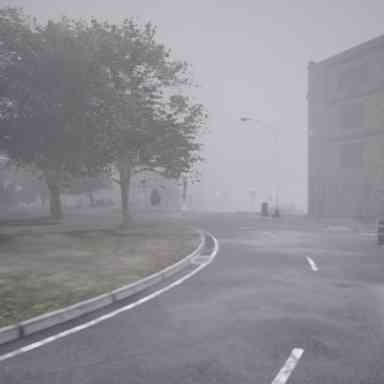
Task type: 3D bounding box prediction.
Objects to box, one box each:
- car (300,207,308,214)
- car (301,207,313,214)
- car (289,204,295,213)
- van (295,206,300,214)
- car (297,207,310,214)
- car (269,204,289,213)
[{"bbox_3d":[24.339,4.282,75.214,2.002,1.452,4.674,0,-3,27],"label":"car"},{"bbox_3d":[29.441,4.801,85.112,2.185,1.767,4.553,0,-3,27],"label":"car"},{"bbox_3d":[16.776,3.256,60.537,2.163,1.488,4.792,0,-3,27],"label":"car"},{"bbox_3d":[19.349,3.345,65.530,1.878,1.987,4.442,0,-3,27],"label":"van"},{"bbox_3d":[26.914,4.462,80.210,2.185,1.767,4.553,0,-3,27],"label":"car"},{"bbox_3d":[14.278,2.929,55.652,2.002,1.452,4.674,2,-3,27],"label":"car"}]
